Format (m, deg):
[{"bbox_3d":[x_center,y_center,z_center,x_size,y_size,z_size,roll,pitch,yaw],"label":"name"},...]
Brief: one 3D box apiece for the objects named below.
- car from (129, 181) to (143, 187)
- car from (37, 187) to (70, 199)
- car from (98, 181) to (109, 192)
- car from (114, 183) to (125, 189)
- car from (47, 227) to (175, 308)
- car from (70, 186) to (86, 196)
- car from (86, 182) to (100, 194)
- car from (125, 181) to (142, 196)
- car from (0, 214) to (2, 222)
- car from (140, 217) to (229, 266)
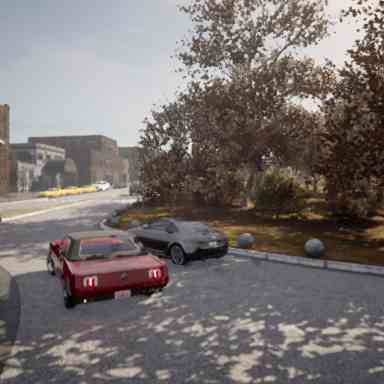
[{"bbox_3d":[-15.092,-2.198,90.368,2.231,1.521,4.892,0,3,10],"label":"car"},{"bbox_3d":[-21.933,0.121,52.052,1.946,1.575,5.366,0,3,10],"label":"car"},{"bbox_3d":[-18.970,-1.133,68.601,2.435,2.045,5.566,0,3,10],"label":"car"},{"bbox_3d":[-17.038,-1.510,79.474,2.163,1.488,4.792,0,3,10],"label":"car"},{"bbox_3d":[-2.317,1.604,8.094,1.895,1.301,4.718,0,0,-28],"label":"car"},{"bbox_3d":[-20.956,-0.210,57.478,1.946,1.575,5.366,0,3,10],"label":"car"},{"bbox_3d":[-19.988,-0.539,62.908,1.946,1.575,5.366,0,3,10],"label":"car"},{"bbox_3d":[-9.041,-0.517,57.187,2.150,2.045,5.566,0,4,10],"label":"car"},{"bbox_3d":[-14.273,1.498,20.543,4.902,1.511,2.128,0,0,12],"label":"car"},{"bbox_3d":[-0.718,1.568,11.729,1.994,1.385,4.181,0,0,-43],"label":"car"}]
